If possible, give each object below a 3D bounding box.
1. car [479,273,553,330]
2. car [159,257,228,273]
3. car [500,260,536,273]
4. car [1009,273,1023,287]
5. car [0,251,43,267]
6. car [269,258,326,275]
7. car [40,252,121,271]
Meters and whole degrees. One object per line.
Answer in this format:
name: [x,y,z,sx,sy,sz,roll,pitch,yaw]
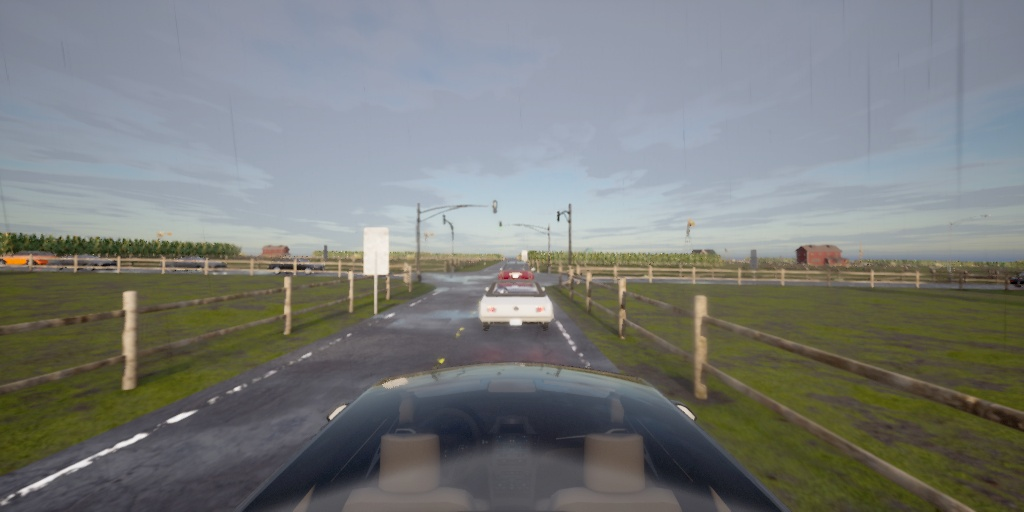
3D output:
car: [0.103,1.369,11.183,1.895,1.301,4.718,0,0,0]
car: [-30.293,0.820,34.190,5.357,1.411,2.033,1,0,0]
car: [0.350,1.141,21.924,2.097,1.767,4.553,0,0,4]
car: [50.633,2.318,34.137,4.892,1.490,1.837,1,0,0]
car: [-50.936,0.276,37.826,4.553,1.767,2.097,1,0,0]
car: [-20.404,0.956,34.179,4.892,1.490,1.837,1,0,0]
car: [-40.815,0.631,34.202,5.357,1.411,2.033,1,0,1]
